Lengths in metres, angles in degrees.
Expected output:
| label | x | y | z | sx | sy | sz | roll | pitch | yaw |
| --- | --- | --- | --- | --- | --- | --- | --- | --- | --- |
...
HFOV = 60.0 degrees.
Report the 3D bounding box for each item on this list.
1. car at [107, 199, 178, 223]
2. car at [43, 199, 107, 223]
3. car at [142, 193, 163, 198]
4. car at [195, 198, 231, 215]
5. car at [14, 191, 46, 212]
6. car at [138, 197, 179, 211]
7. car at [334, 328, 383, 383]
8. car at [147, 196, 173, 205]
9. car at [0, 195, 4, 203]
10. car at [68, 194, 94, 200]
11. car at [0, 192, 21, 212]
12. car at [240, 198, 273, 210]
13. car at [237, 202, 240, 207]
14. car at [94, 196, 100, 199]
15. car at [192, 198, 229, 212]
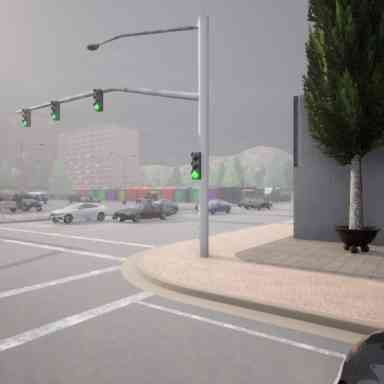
| label | x | y | z | sx | sy | sz | roll | pitch | yaw |
| --- | --- | --- | --- | --- | --- | --- | --- | --- | --- |
| car | -3.747 | 1.553 | 26.307 | 2.033 | 1.411 | 5.357 | 0 | 0 | 36 |
| car | -8.585 | 1.532 | 25.570 | 1.812 | 1.442 | 4.674 | 0 | 0 | 38 |
| car | -6.962 | 1.167 | 52.547 | 3.866 | 1.878 | 1.905 | 0 | 0 | 35 |
| car | 2.395 | 1.531 | 34.573 | 1.812 | 1.442 | 4.674 | 0 | 0 | 37 |
| car | -18.247 | 1.167 | 36.492 | 3.866 | 1.878 | 1.905 | 0 | 0 | 35 |
| car | -3.201 | 1.532 | 32.914 | 1.812 | 1.442 | 4.674 | 0 | 0 | 37 |
| car | 3.323 | 1.491 | 1.596 | 4.902 | 1.511 | 2.128 | 0 | 0 | 36 |
| car | -5.284 | 1.406 | 54.906 | 3.806 | 1.475 | 1.970 | 0 | 0 | 35 |
| car | -38.301 | 1.384 | 64.560 | 3.905 | 1.438 | 1.784 | 0 | 0 | 35 |
| car | -21.288 | 1.169 | 62.632 | 4.605 | 1.855 | 1.932 | 0 | 0 | 35 |
| car | -19.960 | 1.164 | 34.159 | 4.605 | 1.855 | 1.932 | 0 | 0 | 35 |
| car | 8.687 | 1.552 | 43.014 | 2.033 | 1.411 | 5.357 | 0 | 0 | 37 |
| car | 8.609 | 1.553 | 48.722 | 2.033 | 1.411 | 5.357 | 0 | 0 | 37 |
| car | -19.566 | 1.379 | 64.962 | 3.905 | 1.438 | 1.784 | 0 | 0 | 35 |
| car | 2.274 | 1.498 | 40.277 | 2.128 | 1.511 | 4.902 | 0 | 0 | 37 |
